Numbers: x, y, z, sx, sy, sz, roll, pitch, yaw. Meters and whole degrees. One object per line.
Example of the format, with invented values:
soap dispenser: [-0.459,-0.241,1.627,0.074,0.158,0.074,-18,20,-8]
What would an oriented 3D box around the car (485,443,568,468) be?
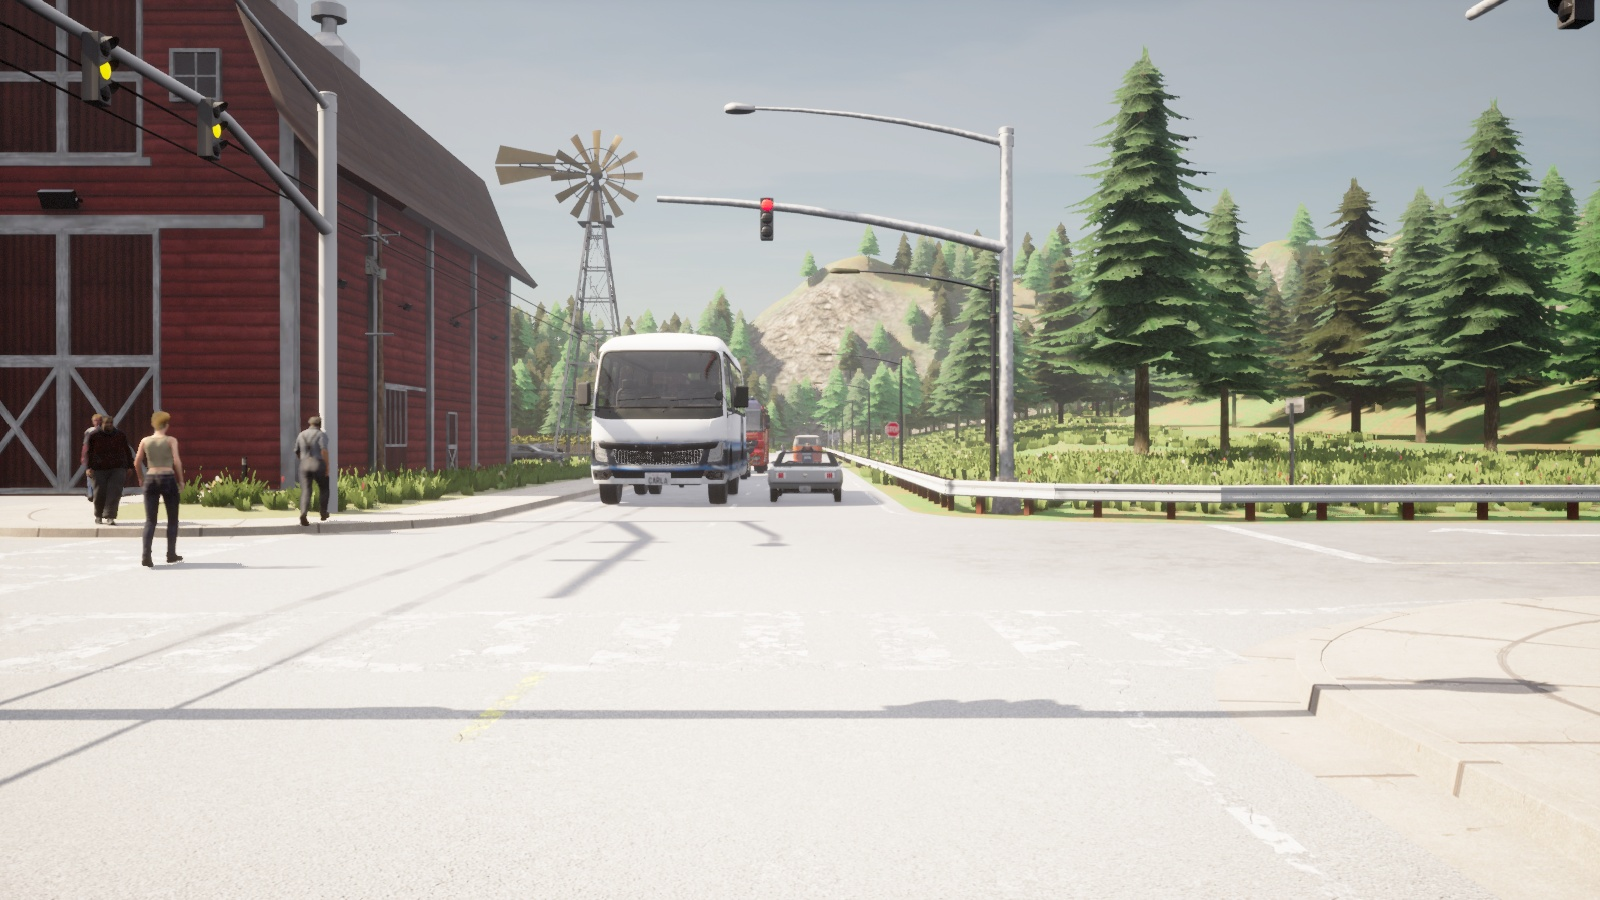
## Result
car: [-16.537,0.329,76.086,4.674,1.442,1.812,0,0,-1]

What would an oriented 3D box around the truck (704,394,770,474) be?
truck: [-3.115,-0.782,64.074,2.891,3.827,8.468,0,0,0]

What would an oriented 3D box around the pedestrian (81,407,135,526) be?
pedestrian: [-11.036,0.258,20.017,0.634,1.844,0.899,0,0,-36]

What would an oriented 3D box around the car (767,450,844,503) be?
car: [0.176,0.658,33.459,1.895,1.301,4.718,0,0,1]

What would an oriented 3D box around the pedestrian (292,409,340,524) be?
pedestrian: [-7.946,0.262,20.626,0.540,1.848,0.694,0,0,-2]

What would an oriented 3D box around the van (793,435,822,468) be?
van: [0.465,0.059,78.134,1.775,1.987,4.442,0,0,0]

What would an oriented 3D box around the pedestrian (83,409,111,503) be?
pedestrian: [-13.959,0.107,24.945,0.354,1.836,0.706,0,0,-17]

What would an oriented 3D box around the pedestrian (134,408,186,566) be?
pedestrian: [-7.594,0.431,14.915,0.345,1.836,0.594,0,0,-4]

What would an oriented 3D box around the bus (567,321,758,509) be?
bus: [-3.290,-0.823,33.683,3.944,4.253,10.273,0,0,0]
